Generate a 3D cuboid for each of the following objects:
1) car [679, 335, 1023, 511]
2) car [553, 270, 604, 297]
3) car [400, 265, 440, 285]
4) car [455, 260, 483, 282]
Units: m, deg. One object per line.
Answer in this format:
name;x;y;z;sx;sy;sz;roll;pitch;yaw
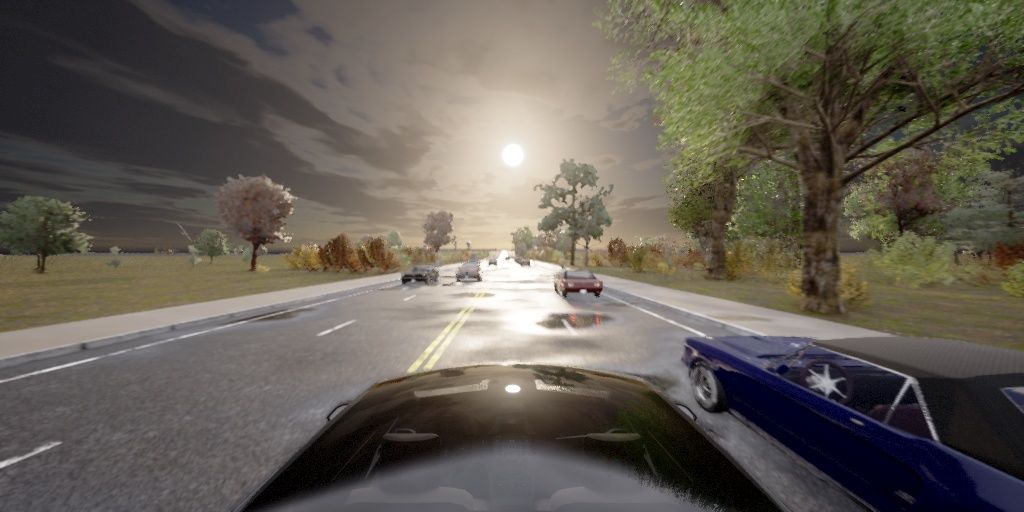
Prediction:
car;3.349;1.353;3.068;1.895;1.301;4.718;0;0;0
car;3.316;1.367;18.842;1.895;1.301;4.718;0;0;0
car;-6.663;1.372;26.370;1.895;1.301;4.718;0;0;0
car;-3.426;1.298;29.479;1.812;1.442;4.674;0;0;0
